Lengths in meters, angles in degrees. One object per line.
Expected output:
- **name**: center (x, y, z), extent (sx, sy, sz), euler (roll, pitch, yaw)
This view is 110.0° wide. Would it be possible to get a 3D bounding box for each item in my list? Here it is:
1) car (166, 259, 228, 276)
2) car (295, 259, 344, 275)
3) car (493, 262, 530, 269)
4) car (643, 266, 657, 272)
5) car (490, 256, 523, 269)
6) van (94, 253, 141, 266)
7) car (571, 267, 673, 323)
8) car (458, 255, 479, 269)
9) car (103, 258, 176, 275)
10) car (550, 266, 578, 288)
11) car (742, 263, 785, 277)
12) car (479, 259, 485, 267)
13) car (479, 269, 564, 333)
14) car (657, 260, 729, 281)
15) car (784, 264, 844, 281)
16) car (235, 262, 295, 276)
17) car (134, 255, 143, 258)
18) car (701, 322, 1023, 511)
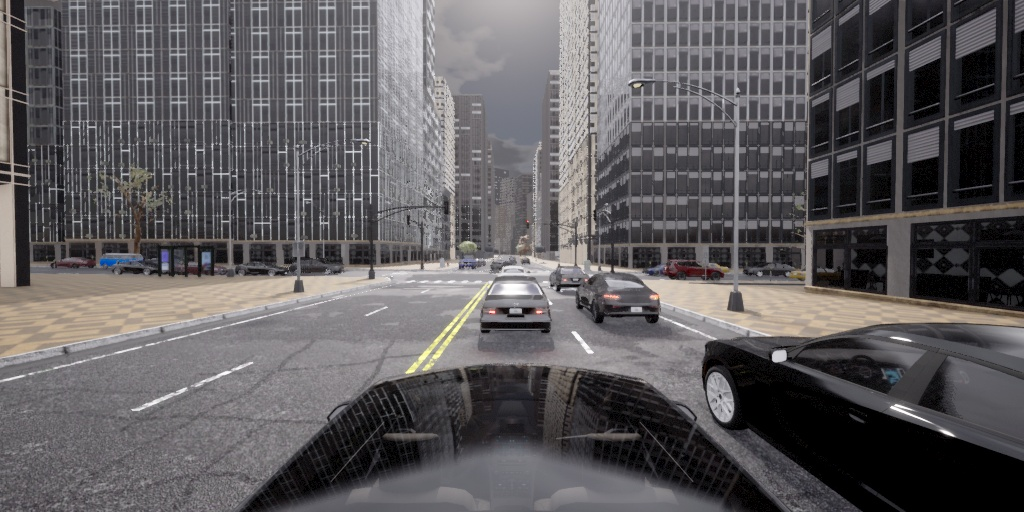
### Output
- **car**: center (-28.440, 1.136, 32.794), extent (4.207, 1.307, 1.802), euler (0, 0, 1)
- **car**: center (-19.121, 1.099, 35.301), extent (4.892, 1.490, 1.837), euler (1, 1, 1)
- **car**: center (0.086, 1.265, 20.251), extent (1.812, 1.442, 4.674), euler (0, 0, 0)
- **car**: center (16.696, 1.410, 37.940), extent (5.357, 1.411, 2.033), euler (0, 1, 1)
- **car**: center (-0.894, 1.155, 43.286), extent (2.128, 1.511, 4.902), euler (1, -1, 24)
- **van**: center (-45.319, 0.603, 41.615), extent (3.998, 1.789, 1.690), euler (0, 0, 1)
- **car**: center (3.344, 1.271, 11.930), extent (1.812, 1.442, 4.674), euler (0, 0, 0)
- **car**: center (-6.639, 0.933, 53.890), extent (2.150, 2.045, 5.566), euler (0, 0, 0)
- **car**: center (-34.121, 1.068, 32.963), extent (4.313, 1.339, 1.948), euler (0, 0, 1)
- **car**: center (3.337, 1.286, 21.341), extent (2.033, 1.411, 5.357), euler (0, 0, 0)
- **car**: center (27.012, 1.458, 37.769), extent (4.892, 1.490, 1.837), euler (1, 1, 1)
- **car**: center (-6.613, 1.191, 63.808), extent (2.128, 1.511, 4.902), euler (0, 0, 0)
- **car**: center (0.094, 1.293, 10.660), extent (2.033, 1.411, 5.357), euler (0, 0, 0)
- **car**: center (16.170, 1.267, 32.169), extent (5.009, 1.841, 2.192), euler (0, 0, 1)
- **car**: center (27.618, 1.577, 31.982), extent (4.829, 1.417, 1.751), euler (0, 0, 1)
- **car**: center (-22.756, 1.172, 32.666), extent (4.313, 1.339, 1.948), euler (0, 0, 1)
- **car**: center (-34.015, 0.952, 35.597), extent (4.902, 1.511, 2.128), euler (0, 1, 1)
- **car**: center (3.344, 1.227, 2.584), extent (1.882, 1.535, 5.008), euler (0, 0, 0)
